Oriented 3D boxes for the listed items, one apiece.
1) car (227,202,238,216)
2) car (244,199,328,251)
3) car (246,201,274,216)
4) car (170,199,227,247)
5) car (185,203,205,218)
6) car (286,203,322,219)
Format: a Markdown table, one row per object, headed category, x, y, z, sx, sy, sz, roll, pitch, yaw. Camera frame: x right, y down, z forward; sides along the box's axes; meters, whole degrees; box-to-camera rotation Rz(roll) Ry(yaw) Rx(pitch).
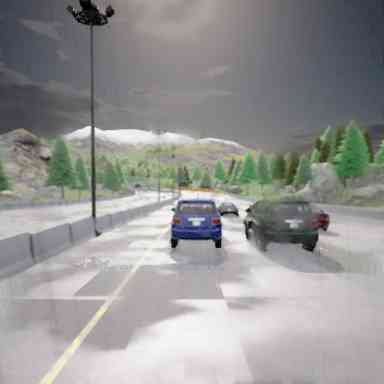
| category | x | y | z | sx | sy | sz | roll | pitch | yaw |
| --- | --- | --- | --- | --- | --- | --- | --- | --- | --- |
| car | 3.820 | 1.804 | 35.916 | 1.994 | 1.385 | 4.181 | 0 | 0 | 0 |
| car | 3.686 | 1.313 | 14.627 | 2.150 | 2.045 | 5.566 | 0 | 0 | 0 |
| car | 7.324 | 1.744 | 36.513 | 2.128 | 1.511 | 4.902 | 0 | 0 | 0 |
| car | 0.192 | 1.314 | 15.604 | 2.150 | 2.045 | 5.566 | 0 | 0 | 0 |
| car | 0.310 | 1.822 | 34.324 | 1.895 | 1.301 | 4.718 | 0 | 0 | 0 |
| car | 10.798 | 1.832 | 32.478 | 1.895 | 1.301 | 4.718 | 0 | 0 | 0 |
